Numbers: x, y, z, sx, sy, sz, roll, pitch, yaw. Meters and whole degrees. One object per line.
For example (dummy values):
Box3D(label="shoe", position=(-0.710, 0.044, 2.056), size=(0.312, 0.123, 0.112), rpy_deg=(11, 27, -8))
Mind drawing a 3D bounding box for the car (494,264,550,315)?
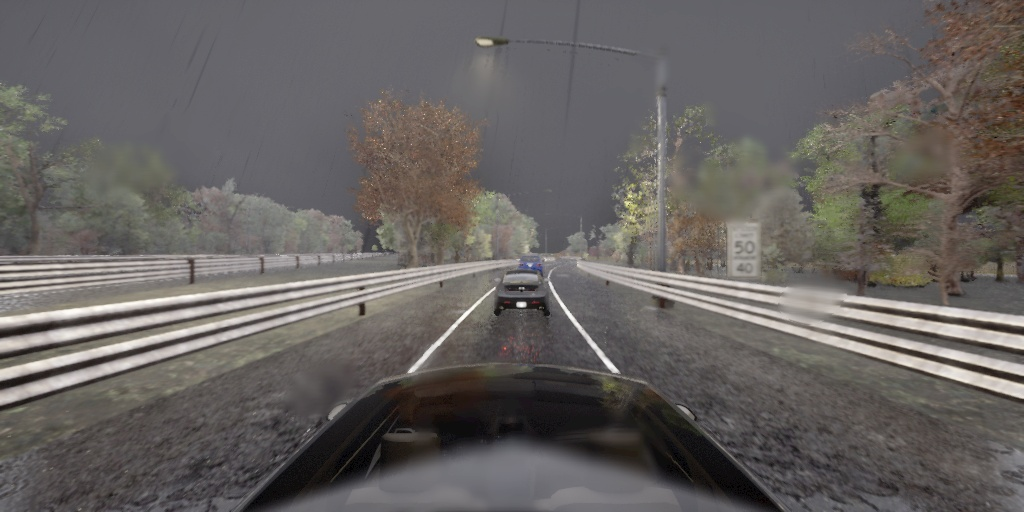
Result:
Box3D(label="car", position=(0.385, 1.243, 13.541), size=(1.837, 1.490, 4.892), rpy_deg=(0, 0, 2))

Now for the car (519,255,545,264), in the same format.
Box3D(label="car", position=(1.866, 0.933, 34.129), size=(2.150, 2.045, 5.566), rpy_deg=(0, 0, 6))
